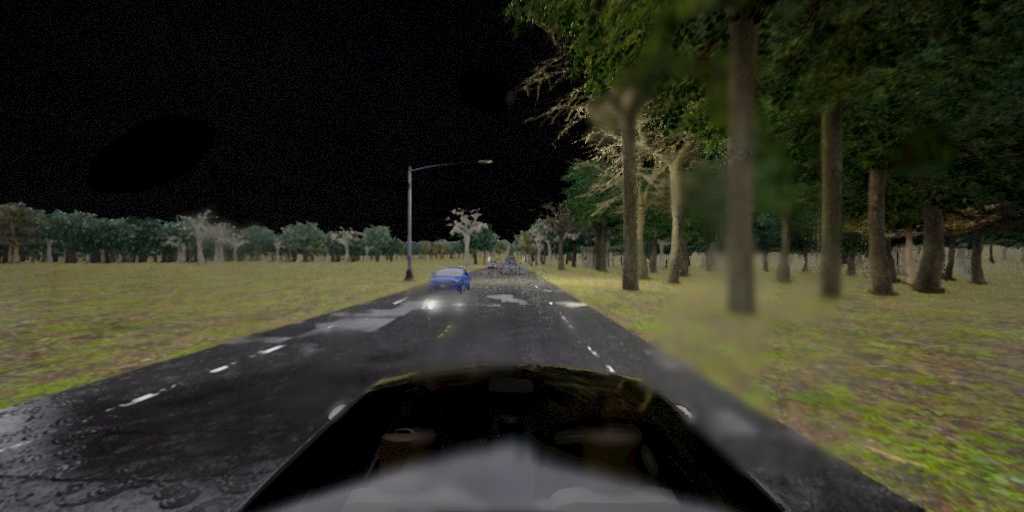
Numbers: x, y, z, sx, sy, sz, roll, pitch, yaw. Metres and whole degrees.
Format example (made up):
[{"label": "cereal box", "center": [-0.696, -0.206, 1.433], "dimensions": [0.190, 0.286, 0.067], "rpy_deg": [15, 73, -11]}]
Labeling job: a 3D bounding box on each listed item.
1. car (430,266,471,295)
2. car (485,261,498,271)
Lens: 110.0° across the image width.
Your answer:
[{"label": "car", "center": [-3.601, 1.396, 21.670], "dimensions": [1.882, 1.535, 5.008], "rpy_deg": [0, -1, 0]}, {"label": "car", "center": [-3.535, 1.699, 62.999], "dimensions": [2.097, 1.767, 4.553], "rpy_deg": [0, -1, 0]}]
